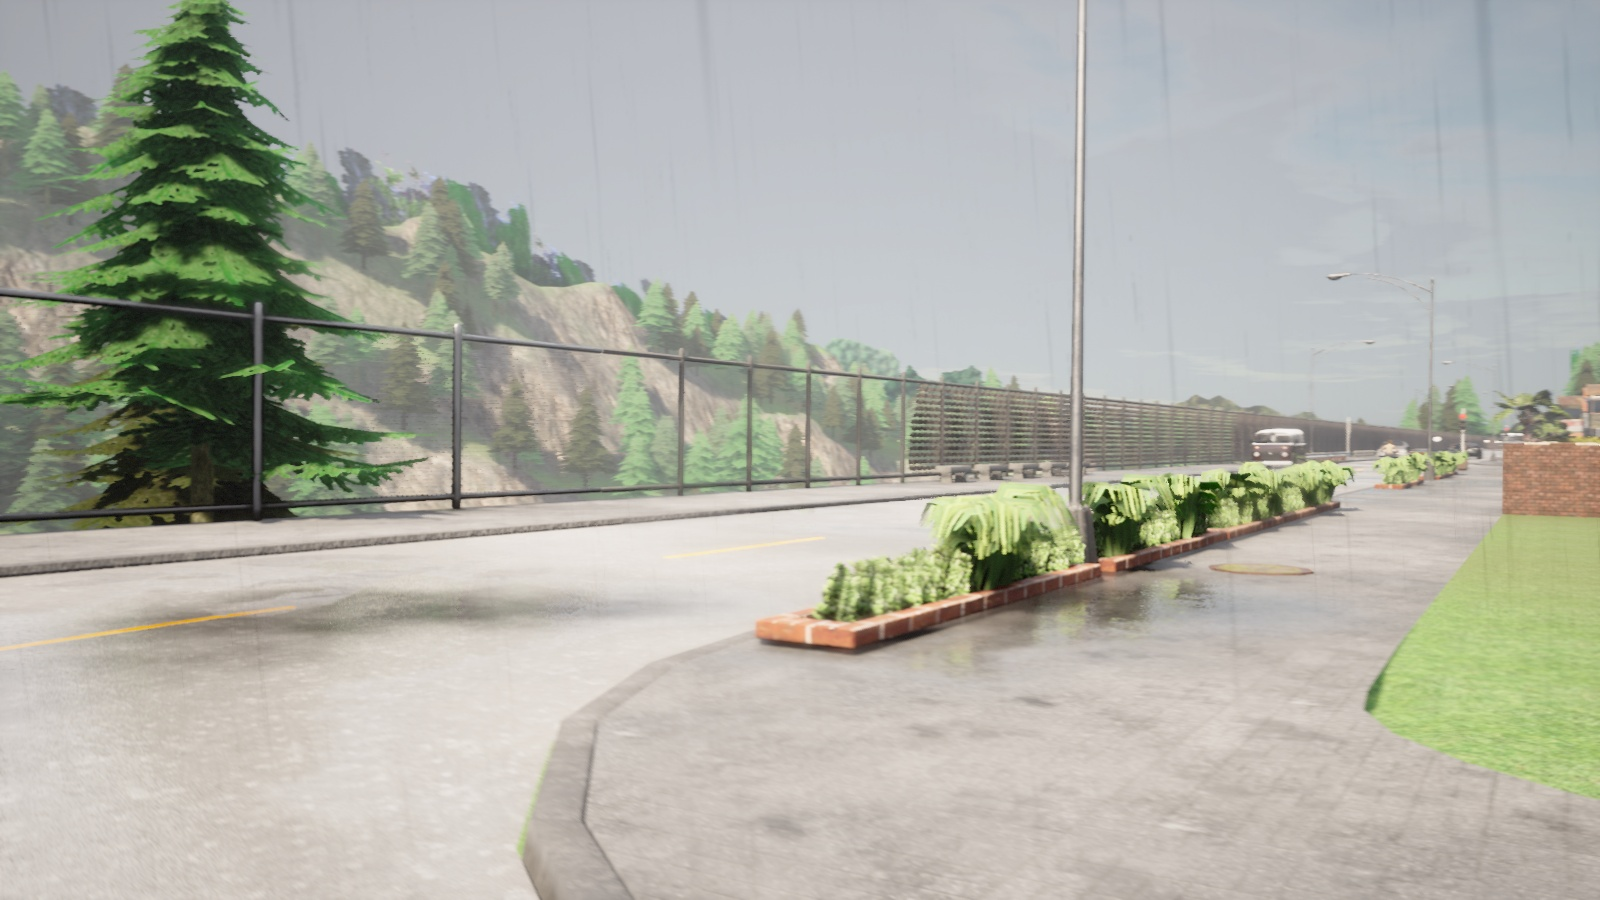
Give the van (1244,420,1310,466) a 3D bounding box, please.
[{"bbox_3d":[22.049,-0.348,57.935,2.069,2.038,4.480,0,1,31],"label":"van"}]
